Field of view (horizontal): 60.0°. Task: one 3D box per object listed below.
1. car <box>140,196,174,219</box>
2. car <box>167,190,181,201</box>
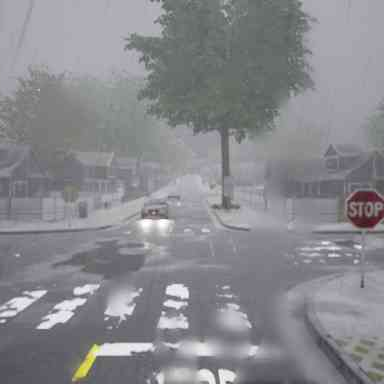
[{"bbox_3d":[-2.713,1.249,25.533,1.994,1.385,4.181,0,2,0],"label":"car"},{"bbox_3d":[-2.677,0.428,50.467,1.882,1.535,5.008,0,2,0],"label":"car"}]
